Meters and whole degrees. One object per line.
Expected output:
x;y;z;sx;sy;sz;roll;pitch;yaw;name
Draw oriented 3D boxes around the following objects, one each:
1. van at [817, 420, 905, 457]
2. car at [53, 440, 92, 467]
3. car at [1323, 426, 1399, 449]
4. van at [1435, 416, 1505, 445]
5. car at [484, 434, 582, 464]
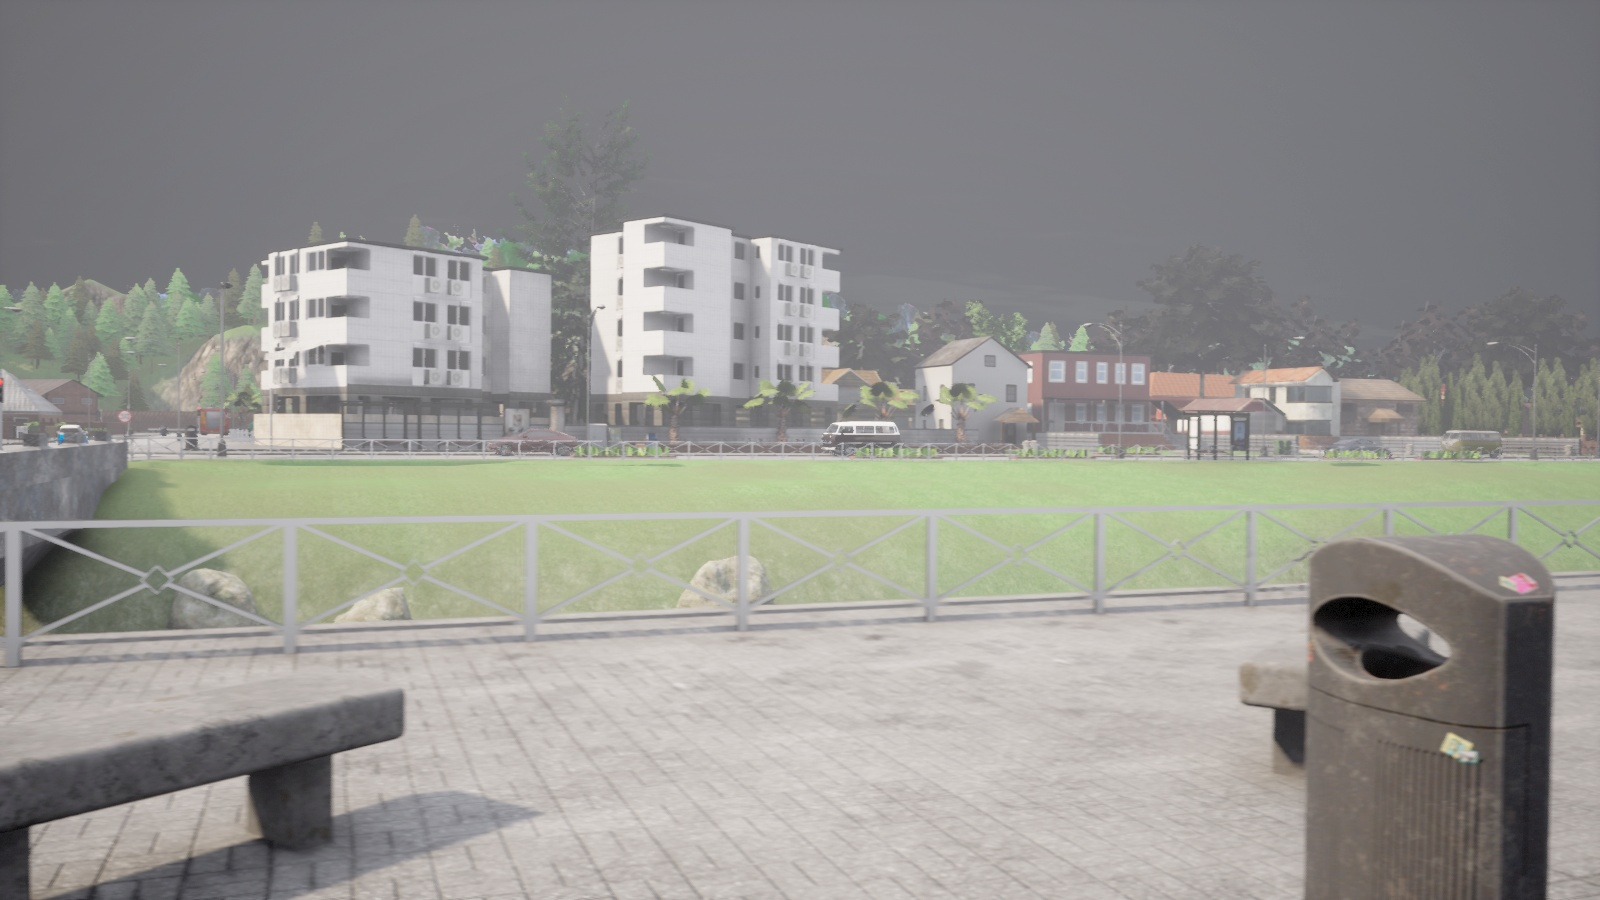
3.458;-0.673;71.096;4.480;2.038;2.069;-1;1;-21;van
-39.238;0.176;67.762;1.481;1.376;2.207;-1;2;-22;car
35.222;-0.802;78.873;4.181;1.385;1.994;-1;1;-21;car
46.694;-1.378;87.500;4.442;1.987;1.775;-1;1;-21;van
-13.731;-0.078;64.579;4.674;1.442;1.812;-1;1;-21;car
